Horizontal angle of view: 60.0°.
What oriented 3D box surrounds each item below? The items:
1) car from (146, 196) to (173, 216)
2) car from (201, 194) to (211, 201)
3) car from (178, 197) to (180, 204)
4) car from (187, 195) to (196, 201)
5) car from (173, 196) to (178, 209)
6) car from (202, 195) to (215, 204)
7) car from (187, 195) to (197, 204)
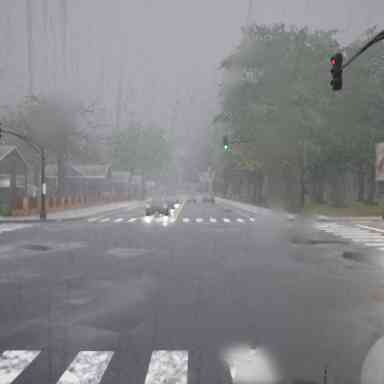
[{"bbox_3d":[-3.253,1.317,32.574,2.097,1.767,4.553,0,0,0],"label":"car"},{"bbox_3d":[3.157,1.285,74.217,2.033,1.411,5.357,0,0,0],"label":"car"},{"bbox_3d":[-3.322,1.424,62.269,2.128,1.511,4.902,0,0,0],"label":"car"},{"bbox_3d":[-0.092,1.341,74.234,1.895,1.301,4.718,0,0,0],"label":"car"},{"bbox_3d":[-3.299,1.457,44.328,1.837,1.490,4.892,0,1,0],"label":"car"},{"bbox_3d":[3.200,1.280,64.181,2.097,1.767,4.553,0,0,0],"label":"car"},{"bbox_3d":[-0.048,1.476,63.780,2.033,1.411,5.357,0,0,0],"label":"car"}]
